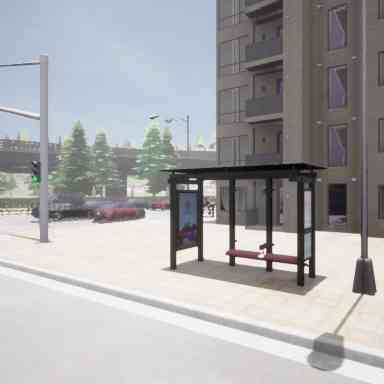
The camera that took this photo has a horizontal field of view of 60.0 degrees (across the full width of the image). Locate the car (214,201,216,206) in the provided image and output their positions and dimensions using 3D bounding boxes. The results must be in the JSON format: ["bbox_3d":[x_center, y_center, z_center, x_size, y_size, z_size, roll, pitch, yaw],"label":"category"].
[{"bbox_3d":[5.359,1.449,46.785,4.892,1.490,1.837,0,0,-29],"label":"car"}]

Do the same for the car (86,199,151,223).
[{"bbox_3d":[-5.529,1.508,25.438,1.994,1.385,4.181,0,0,36],"label":"car"}]

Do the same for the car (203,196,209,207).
[{"bbox_3d":[0.107,1.296,47.419,4.553,1.767,2.097,0,0,-34],"label":"car"}]

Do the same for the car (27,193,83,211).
[{"bbox_3d":[-13.250,1.166,32.941,2.150,2.045,5.566,0,0,37],"label":"car"}]

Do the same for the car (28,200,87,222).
[{"bbox_3d":[-9.671,1.545,25.712,1.895,1.301,4.718,0,0,36],"label":"car"}]

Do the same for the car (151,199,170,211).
[{"bbox_3d":[-2.868,1.545,40.327,1.895,1.301,4.718,0,0,43],"label":"car"}]

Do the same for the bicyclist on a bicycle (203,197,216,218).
[{"bbox_3d":[1.295,1.245,26.646,1.656,1.620,0.582,0,0,36],"label":"bicyclist on a bicycle"}]

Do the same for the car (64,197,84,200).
[{"bbox_3d":[-9.318,1.492,32.392,2.033,1.411,5.357,0,0,37],"label":"car"}]
